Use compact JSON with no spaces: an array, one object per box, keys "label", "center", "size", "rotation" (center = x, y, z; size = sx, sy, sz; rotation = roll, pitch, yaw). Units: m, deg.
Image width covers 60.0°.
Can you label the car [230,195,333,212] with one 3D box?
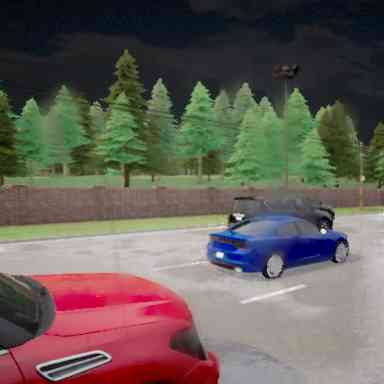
[{"label":"car","center":[4.102,1.196,15.271],"size":[5.566,2.045,2.150],"rotation":[0,0,-36]}]

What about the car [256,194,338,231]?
[{"label":"car","center":[6.905,1.182,21.569],"size":[5.566,2.045,2.150],"rotation":[0,0,-36]}]

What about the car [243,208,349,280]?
[{"label":"car","center":[2.725,1.461,9.990],"size":[5.008,1.535,1.882],"rotation":[0,0,-36]}]

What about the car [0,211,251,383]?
[{"label":"car","center":[-2.423,1.223,2.018],"size":[5.566,2.045,2.150],"rotation":[0,0,-36]}]
